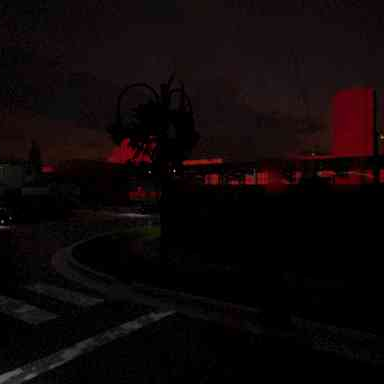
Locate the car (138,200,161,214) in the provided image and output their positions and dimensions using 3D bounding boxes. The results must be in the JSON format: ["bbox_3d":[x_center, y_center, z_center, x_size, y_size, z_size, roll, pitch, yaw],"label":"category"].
[{"bbox_3d":[-3.608,1.541,35.332,1.812,1.442,4.674,0,0,36],"label":"car"}]

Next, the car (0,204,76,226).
[{"bbox_3d":[-11.124,1.564,24.274,2.033,1.411,5.357,0,0,31],"label":"car"}]
